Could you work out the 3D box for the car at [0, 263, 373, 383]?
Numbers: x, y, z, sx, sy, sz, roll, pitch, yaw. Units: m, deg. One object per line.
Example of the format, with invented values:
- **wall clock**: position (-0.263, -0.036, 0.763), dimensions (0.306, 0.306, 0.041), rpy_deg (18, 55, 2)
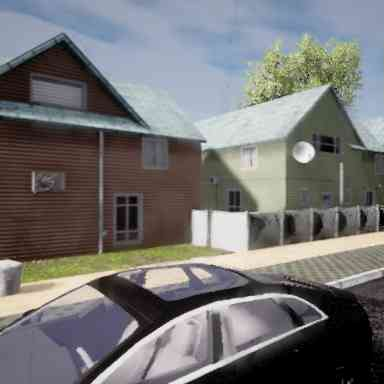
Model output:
- **car**: position (-0.385, 1.489, 2.797), dimensions (4.902, 1.511, 2.128), rpy_deg (0, 0, -35)
